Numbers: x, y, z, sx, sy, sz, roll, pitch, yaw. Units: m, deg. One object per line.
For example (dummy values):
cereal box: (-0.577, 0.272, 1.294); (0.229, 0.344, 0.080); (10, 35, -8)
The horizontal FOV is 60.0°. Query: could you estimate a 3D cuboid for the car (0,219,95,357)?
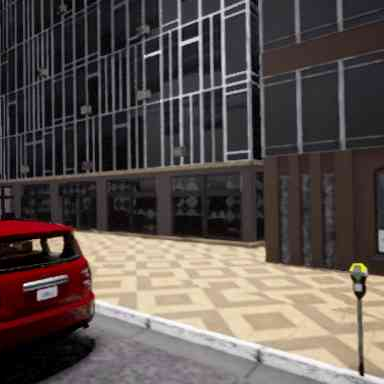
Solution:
car: (-3.761, 1.384, 5.573); (5.009, 1.841, 2.192); (-1, -1, 36)
